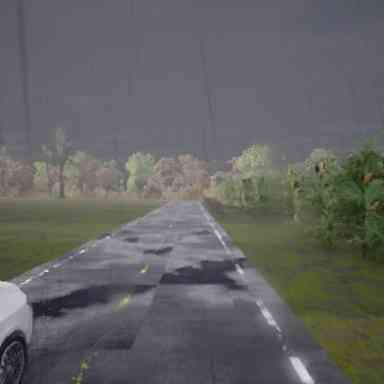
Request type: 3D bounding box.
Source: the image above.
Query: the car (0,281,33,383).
[{"bbox_3d":[-2.841,1.524,2.306,1.812,1.442,4.674,0,0,0],"label":"car"}]
